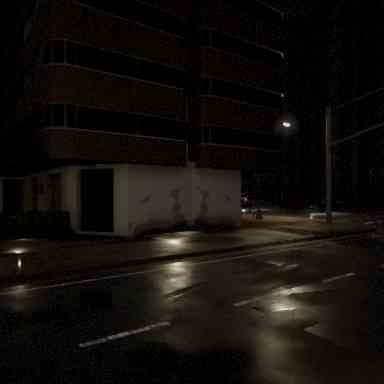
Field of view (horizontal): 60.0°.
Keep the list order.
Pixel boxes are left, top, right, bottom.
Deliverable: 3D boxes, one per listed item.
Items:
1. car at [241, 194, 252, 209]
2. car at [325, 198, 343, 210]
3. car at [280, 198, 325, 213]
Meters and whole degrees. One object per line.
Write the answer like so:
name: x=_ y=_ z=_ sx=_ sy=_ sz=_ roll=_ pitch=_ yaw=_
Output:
car: x=6.105 y=1.490 z=45.844 sx=1.882 sy=1.535 sz=5.008 roll=0 pitch=0 yaw=-35
car: x=16.934 y=1.506 z=43.078 sx=2.128 sy=1.511 sz=4.902 roll=0 pitch=0 yaw=-36
car: x=12.098 y=1.538 z=37.572 sx=1.812 sy=1.442 sz=4.674 roll=0 pitch=0 yaw=-36
